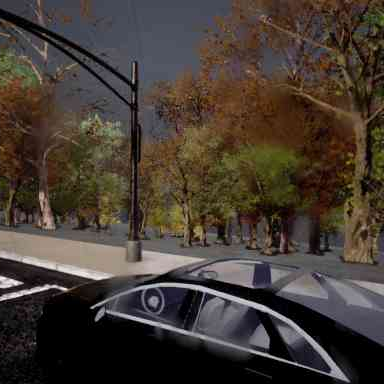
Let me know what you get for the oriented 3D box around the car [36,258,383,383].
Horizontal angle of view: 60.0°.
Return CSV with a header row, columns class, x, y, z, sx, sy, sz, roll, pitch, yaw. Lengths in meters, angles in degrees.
class,x,y,z,sx,sy,sz,roll,pitch,yaw
car,0.229,1.491,3.513,4.902,1.511,2.128,0,0,37
